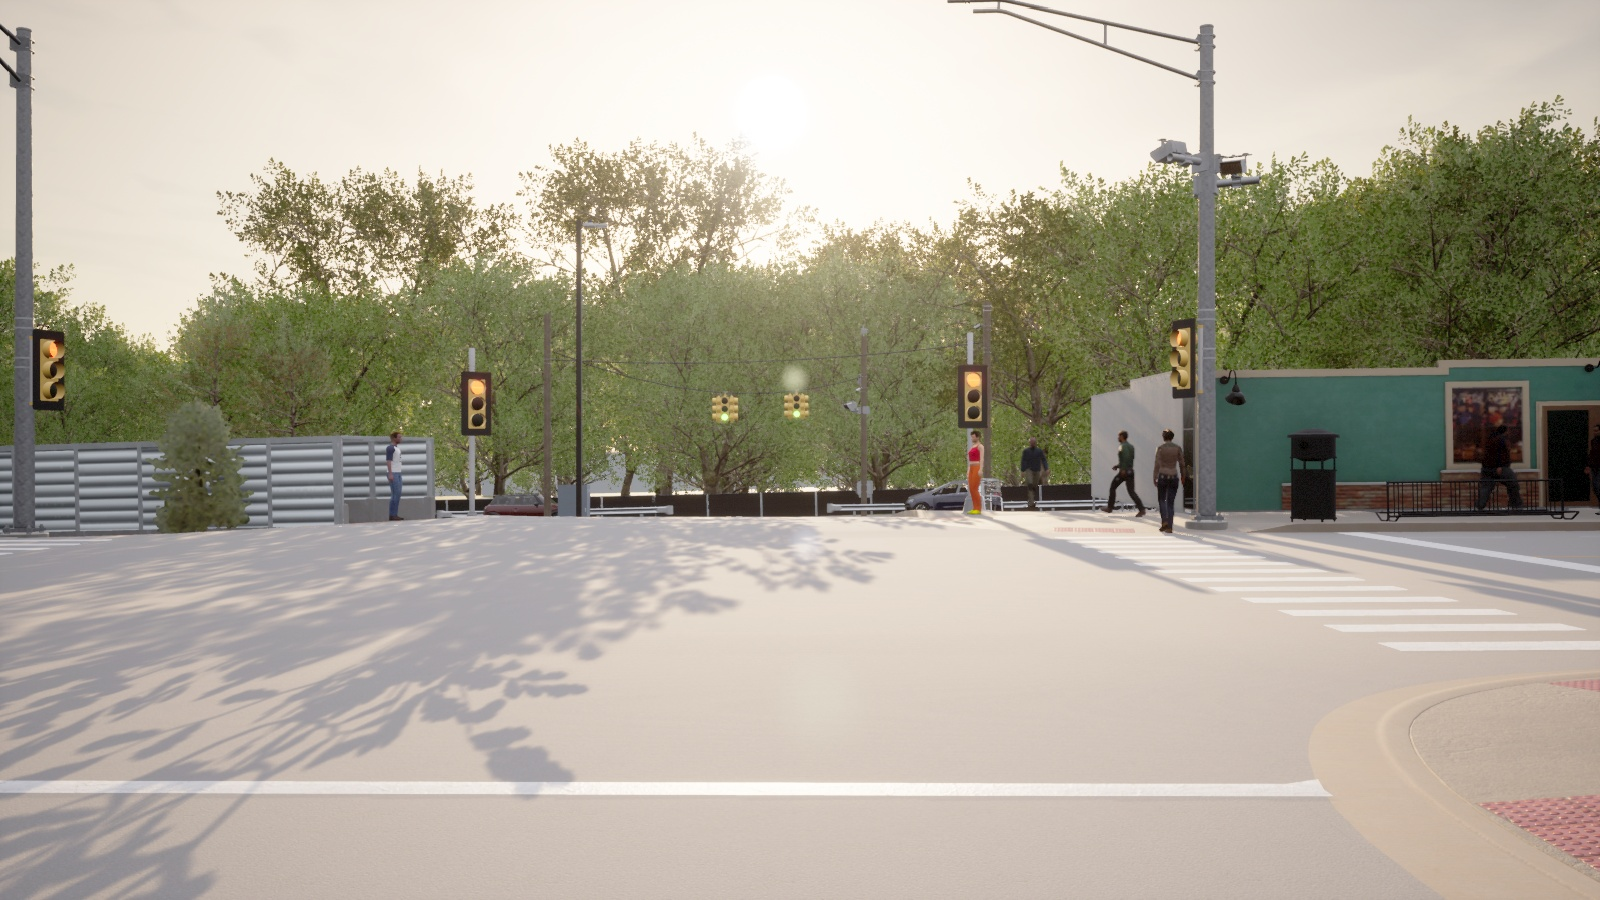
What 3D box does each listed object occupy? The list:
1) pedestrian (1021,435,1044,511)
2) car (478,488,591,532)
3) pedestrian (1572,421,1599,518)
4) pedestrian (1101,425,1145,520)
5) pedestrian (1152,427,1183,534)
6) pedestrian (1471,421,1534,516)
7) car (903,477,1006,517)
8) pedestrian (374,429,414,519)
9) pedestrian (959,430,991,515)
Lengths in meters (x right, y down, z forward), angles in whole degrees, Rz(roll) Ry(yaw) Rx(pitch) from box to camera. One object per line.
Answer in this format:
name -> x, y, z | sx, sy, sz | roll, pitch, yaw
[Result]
pedestrian -> 5.664, 0.559, 30.625 | 0.402, 1.842, 0.726 | 0, 0, -2
car -> -12.076, 2.724, 57.305 | 4.553, 1.767, 2.097 | -2, 0, 6
pedestrian -> 15.558, 0.367, 24.264 | 0.899, 1.844, 0.634 | 0, 0, -9
pedestrian -> 6.672, 0.457, 25.958 | 0.423, 1.949, 0.788 | 0, 0, -40
pedestrian -> 6.315, 0.517, 21.582 | 0.328, 1.805, 0.869 | 0, 0, 4
pedestrian -> 13.888, 0.365, 24.842 | 0.899, 1.844, 0.634 | 0, 0, 4
car -> 7.190, 2.189, 58.496 | 4.611, 1.667, 2.242 | -2, 0, 8
pedestrian -> -8.323, 0.494, 25.762 | 0.706, 1.836, 0.354 | 0, 0, 1
pedestrian -> 3.815, 0.483, 27.394 | 0.594, 1.836, 0.345 | 0, 0, -15
